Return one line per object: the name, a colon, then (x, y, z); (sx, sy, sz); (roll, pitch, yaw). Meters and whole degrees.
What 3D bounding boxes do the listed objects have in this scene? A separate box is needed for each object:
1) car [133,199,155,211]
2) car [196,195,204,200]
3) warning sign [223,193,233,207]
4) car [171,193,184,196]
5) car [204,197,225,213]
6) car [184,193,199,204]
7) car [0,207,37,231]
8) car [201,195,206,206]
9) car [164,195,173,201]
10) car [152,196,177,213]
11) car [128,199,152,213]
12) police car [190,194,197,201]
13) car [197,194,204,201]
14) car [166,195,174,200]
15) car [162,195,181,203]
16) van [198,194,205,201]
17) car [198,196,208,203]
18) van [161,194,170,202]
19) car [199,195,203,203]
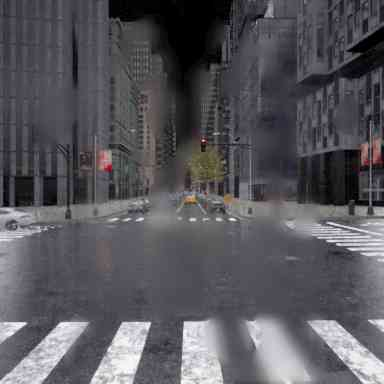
car: (-5.886, 1.557, 41.272); (2.008, 1.369, 4.403); (0, 0, 0)
car: (2.308, 1.593, 94.268); (2.008, 1.369, 4.403); (0, 0, 0)
warning sign: (4.921, 1.123, 45.420); (1.300, 1.860, 1.060); (0, 0, 0)
car: (-3.297, 1.549, 69.332); (2.128, 1.511, 4.902); (0, 0, 0)
car: (2.670, 1.556, 36.330); (2.008, 1.369, 4.403); (0, 0, 0)
car: (-0.166, 1.495, 64.359); (1.882, 1.535, 5.008); (0, 0, -1)
car: (-12.241, 1.704, 20.820); (4.674, 1.442, 1.812); (-2, 1, -5)
car: (2.602, 1.553, 47.219); (1.887, 1.381, 4.507); (0, 0, 0)
car: (-6.180, 1.587, 88.323); (2.008, 1.369, 4.403); (0, 0, 0)
car: (-3.199, 1.497, 37.505); (2.128, 1.511, 4.902); (0, 0, 0)
car: (-5.855, 1.556, 36.280); (2.008, 1.369, 4.403); (0, 0, 0)
police car: (0.471, 1.463, 90.505); (1.930, 1.638, 5.238); (0, 0, 0)
car: (2.506, 1.567, 62.535); (2.008, 1.369, 4.403); (0, 0, 0)
car: (-6.213, 1.624, 93.735); (1.802, 1.307, 4.206); (0, 0, 0)
car: (-3.290, 1.557, 52.773); (2.033, 1.411, 5.357); (0, 0, 0)
van: (2.374, 1.373, 83.691); (1.690, 1.788, 3.998); (0, 0, 0)
car: (2.440, 1.589, 73.113); (1.947, 1.339, 4.313); (0, 0, 0)
van: (-6.113, 1.368, 77.497); (1.690, 1.788, 3.998); (0, 0, 0)
car: (2.568, 1.562, 52.663); (2.008, 1.369, 4.403); (0, 0, 0)
